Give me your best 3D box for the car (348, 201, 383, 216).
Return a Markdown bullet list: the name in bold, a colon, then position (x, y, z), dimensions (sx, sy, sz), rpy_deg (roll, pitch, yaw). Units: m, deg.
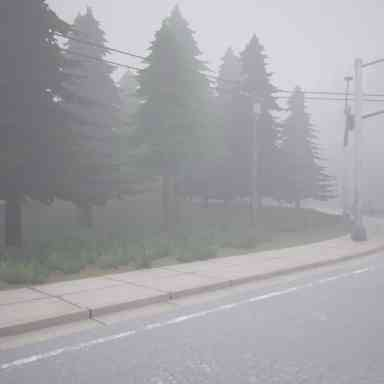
- **car**: position (17.269, 1.601, 32.381), dimensions (1.895, 1.301, 4.718), rpy_deg (0, 0, -5)
